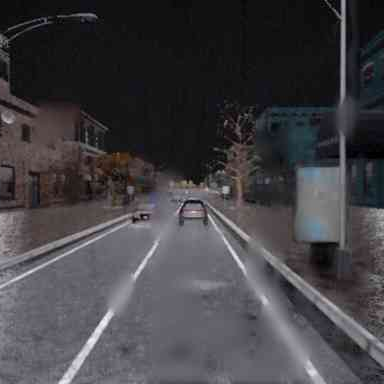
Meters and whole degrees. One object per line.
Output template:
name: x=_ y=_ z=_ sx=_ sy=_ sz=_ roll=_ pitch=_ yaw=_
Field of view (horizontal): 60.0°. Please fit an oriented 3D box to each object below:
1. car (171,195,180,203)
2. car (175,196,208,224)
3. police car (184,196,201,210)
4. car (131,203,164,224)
car: x=-3.017 y=1.384 z=66.217 sx=1.837 sy=1.490 sz=4.892 roll=0 pitch=0 yaw=0
car: x=0.096 y=1.345 z=23.783 sx=2.033 sy=1.649 sz=4.856 roll=0 pitch=0 yaw=0
police car: x=0.093 y=1.334 z=41.754 sx=2.038 sy=1.542 sz=4.974 roll=0 pitch=0 yaw=0
car: x=-3.101 y=1.478 z=24.096 sx=1.994 sy=1.385 sz=4.181 roll=0 pitch=0 yaw=0
